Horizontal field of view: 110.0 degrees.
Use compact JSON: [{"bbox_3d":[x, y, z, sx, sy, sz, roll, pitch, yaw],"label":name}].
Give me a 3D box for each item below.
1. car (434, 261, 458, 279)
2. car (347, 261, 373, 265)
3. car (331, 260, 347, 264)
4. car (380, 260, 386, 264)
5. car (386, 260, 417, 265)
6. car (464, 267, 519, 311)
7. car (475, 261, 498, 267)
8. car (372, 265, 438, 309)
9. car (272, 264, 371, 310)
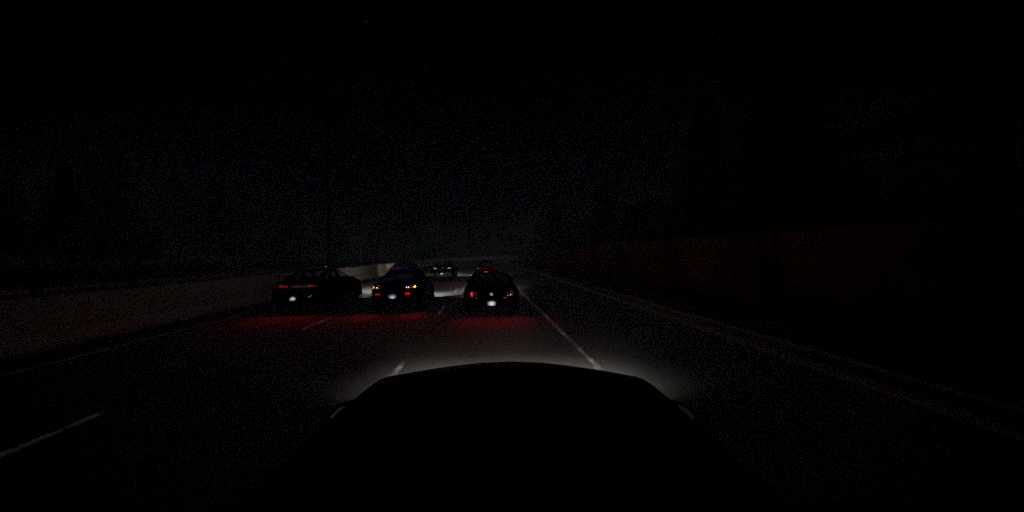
[{"bbox_3d":[-5.654,1.156,30.309,2.128,1.511,4.902,-1,0,-4],"label":"car"},{"bbox_3d":[-21.572,1.354,51.768,1.994,1.385,4.181,-1,0,-4],"label":"car"},{"bbox_3d":[-25.062,1.354,51.512,1.837,1.490,4.892,-1,0,-4],"label":"car"},{"bbox_3d":[-18.089,1.296,52.081,1.994,1.385,4.181,-1,0,-4],"label":"car"},{"bbox_3d":[-9.259,1.193,31.554,1.882,1.535,5.008,-1,0,-4],"label":"car"},{"bbox_3d":[-0.843,1.287,14.200,1.895,1.301,4.718,-1,0,-4],"label":"car"},{"bbox_3d":[-2.240,1.126,31.560,1.812,1.442,4.674,-1,0,-5],"label":"car"},{"bbox_3d":[-4.407,1.266,14.925,1.812,1.442,4.674,-1,0,-5],"label":"car"},{"bbox_3d":[-7.929,1.288,15.058,2.128,1.511,4.902,-1,0,-4],"label":"car"}]
